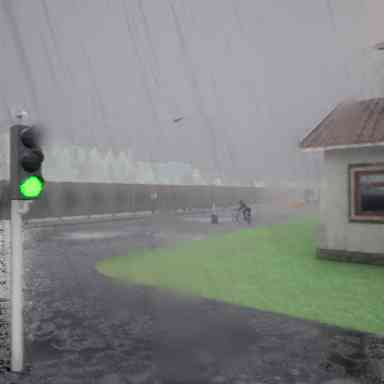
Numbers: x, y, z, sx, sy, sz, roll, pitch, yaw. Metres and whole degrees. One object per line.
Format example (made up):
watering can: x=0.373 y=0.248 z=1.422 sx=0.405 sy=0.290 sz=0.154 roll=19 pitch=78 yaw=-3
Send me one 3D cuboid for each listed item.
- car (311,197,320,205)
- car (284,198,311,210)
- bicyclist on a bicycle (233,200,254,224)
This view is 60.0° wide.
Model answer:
car: x=19.842 y=1.546 z=53.223 sx=1.882 sy=1.535 sz=5.008 roll=0 pitch=0 yaw=35
car: x=14.053 y=1.546 z=45.004 sx=1.882 sy=1.535 sz=5.008 roll=0 pitch=0 yaw=36
bicyclist on a bicycle: x=3.514 y=1.397 z=22.866 sx=1.656 sy=1.620 sz=0.582 roll=-1 pitch=0 yaw=35
